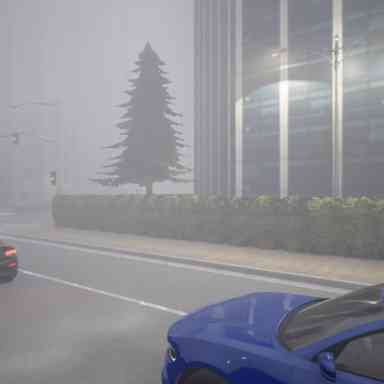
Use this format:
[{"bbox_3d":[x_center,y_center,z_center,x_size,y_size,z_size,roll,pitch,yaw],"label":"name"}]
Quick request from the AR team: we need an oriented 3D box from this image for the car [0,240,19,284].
[{"bbox_3d":[-6.134,1.526,8.321,4.674,1.442,1.812,0,0,36],"label":"car"}]

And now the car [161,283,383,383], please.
[{"bbox_3d":[1.994,1.478,2.571,5.008,1.535,1.882,0,0,36],"label":"car"}]

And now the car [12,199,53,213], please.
[{"bbox_3d":[-17.157,1.547,37.407,2.033,1.411,5.357,0,0,36],"label":"car"}]
